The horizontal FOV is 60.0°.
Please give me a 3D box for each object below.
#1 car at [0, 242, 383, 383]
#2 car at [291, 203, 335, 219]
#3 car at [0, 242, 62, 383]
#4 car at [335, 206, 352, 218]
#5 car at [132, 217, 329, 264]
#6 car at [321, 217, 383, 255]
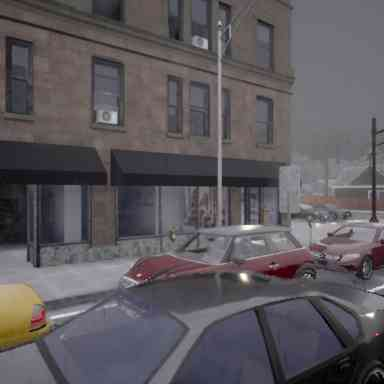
[{"bbox_3d":[0.067,1.547,2.993,5.357,1.411,2.033,0,0,-36],"label":"car"},{"bbox_3d":[8.775,1.621,27.064,1.812,1.442,4.674,0,0,-36],"label":"car"},{"bbox_3d":[-4.034,1.525,3.302,4.829,1.417,1.752,0,0,-36],"label":"car"},{"bbox_3d":[11.544,1.657,28.775,1.994,1.385,4.181,0,0,-36],"label":"car"},{"bbox_3d":[0.592,1.440,6.613,4.097,1.590,1.967,0,0,-36],"label":"car"},{"bbox_3d":[5.079,1.581,9.826,4.206,1.307,1.802,0,0,-36],"label":"car"}]
